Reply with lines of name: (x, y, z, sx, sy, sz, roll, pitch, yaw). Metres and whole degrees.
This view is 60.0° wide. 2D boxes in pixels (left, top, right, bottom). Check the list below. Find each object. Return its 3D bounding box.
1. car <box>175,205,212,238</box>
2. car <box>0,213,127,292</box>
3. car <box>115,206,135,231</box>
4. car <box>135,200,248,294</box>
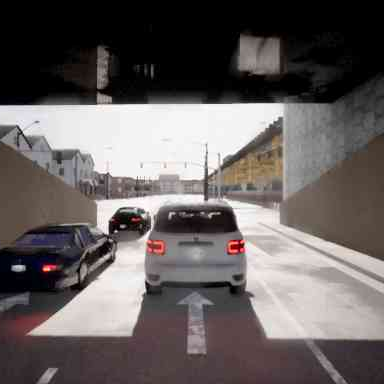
car: (0.059, 1.523, 18.475, 1.812, 1.442, 4.674, 0, 0, 0)
car: (-3.408, 1.546, 9.047, 2.033, 1.411, 5.357, 0, 0, 0)
car: (-3.401, 1.523, 18.637, 1.812, 1.442, 4.674, 0, 0, 0)
car: (0.083, 1.220, 8.911, 2.150, 2.045, 5.566, 0, 0, 0)
